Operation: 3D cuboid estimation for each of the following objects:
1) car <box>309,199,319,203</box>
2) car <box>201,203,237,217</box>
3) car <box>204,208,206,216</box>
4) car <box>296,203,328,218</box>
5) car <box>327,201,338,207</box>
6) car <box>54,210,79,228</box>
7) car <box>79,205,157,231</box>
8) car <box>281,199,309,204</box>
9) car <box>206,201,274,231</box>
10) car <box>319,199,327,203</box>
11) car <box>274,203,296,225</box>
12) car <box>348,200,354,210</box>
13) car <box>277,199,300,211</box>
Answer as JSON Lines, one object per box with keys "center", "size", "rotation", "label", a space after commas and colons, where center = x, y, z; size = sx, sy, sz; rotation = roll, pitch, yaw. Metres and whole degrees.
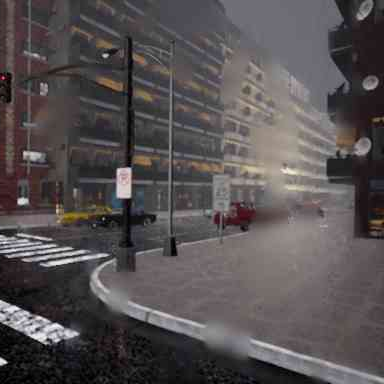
{"center": [22.497, 2.477, 64.331], "size": [1.887, 1.381, 4.507], "rotation": [0, -1, 35], "label": "car"}
{"center": [3.010, 1.875, 36.491], "size": [1.887, 1.381, 4.507], "rotation": [0, -1, 35], "label": "car"}
{"center": [3.125, 1.902, 32.113], "size": [1.895, 1.301, 4.718], "rotation": [1, 0, 35], "label": "car"}
{"center": [13.129, 2.124, 36.392], "size": [1.802, 1.307, 4.206], "rotation": [0, -1, 35], "label": "car"}
{"center": [32.241, 2.770, 78.250], "size": [1.887, 1.381, 4.507], "rotation": [0, -1, 35], "label": "car"}
{"center": [-6.830, 1.546, 22.432], "size": [1.752, 1.417, 4.829], "rotation": [0, -1, 35], "label": "car"}
{"center": [-4.453, 1.664, 21.288], "size": [1.895, 1.301, 4.718], "rotation": [1, -1, 35], "label": "car"}
{"center": [15.093, 2.166, 49.042], "size": [2.128, 1.511, 4.902], "rotation": [1, -1, 35], "label": "car"}
{"center": [3.388, 1.553, 22.477], "size": [2.192, 1.841, 5.009], "rotation": [0, -1, 35], "label": "car"}
{"center": [25.746, 2.346, 68.973], "size": [2.192, 1.841, 5.009], "rotation": [0, -1, 35], "label": "car"}
{"center": [6.634, 1.884, 27.113], "size": [1.887, 1.381, 4.507], "rotation": [0, -1, 35], "label": "car"}
{"center": [29.369, 2.358, 59.595], "size": [2.192, 1.841, 5.009], "rotation": [0, -1, 35], "label": "car"}
{"center": [16.003, 2.048, 55.054], "size": [2.192, 1.841, 5.009], "rotation": [0, -1, 35], "label": "car"}
